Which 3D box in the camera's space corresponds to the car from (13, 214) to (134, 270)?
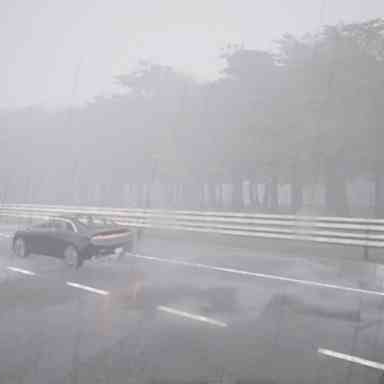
[{"bbox_3d":[-4.096,1.495,11.098,4.902,1.511,2.128,0,0,36],"label":"car"}]
